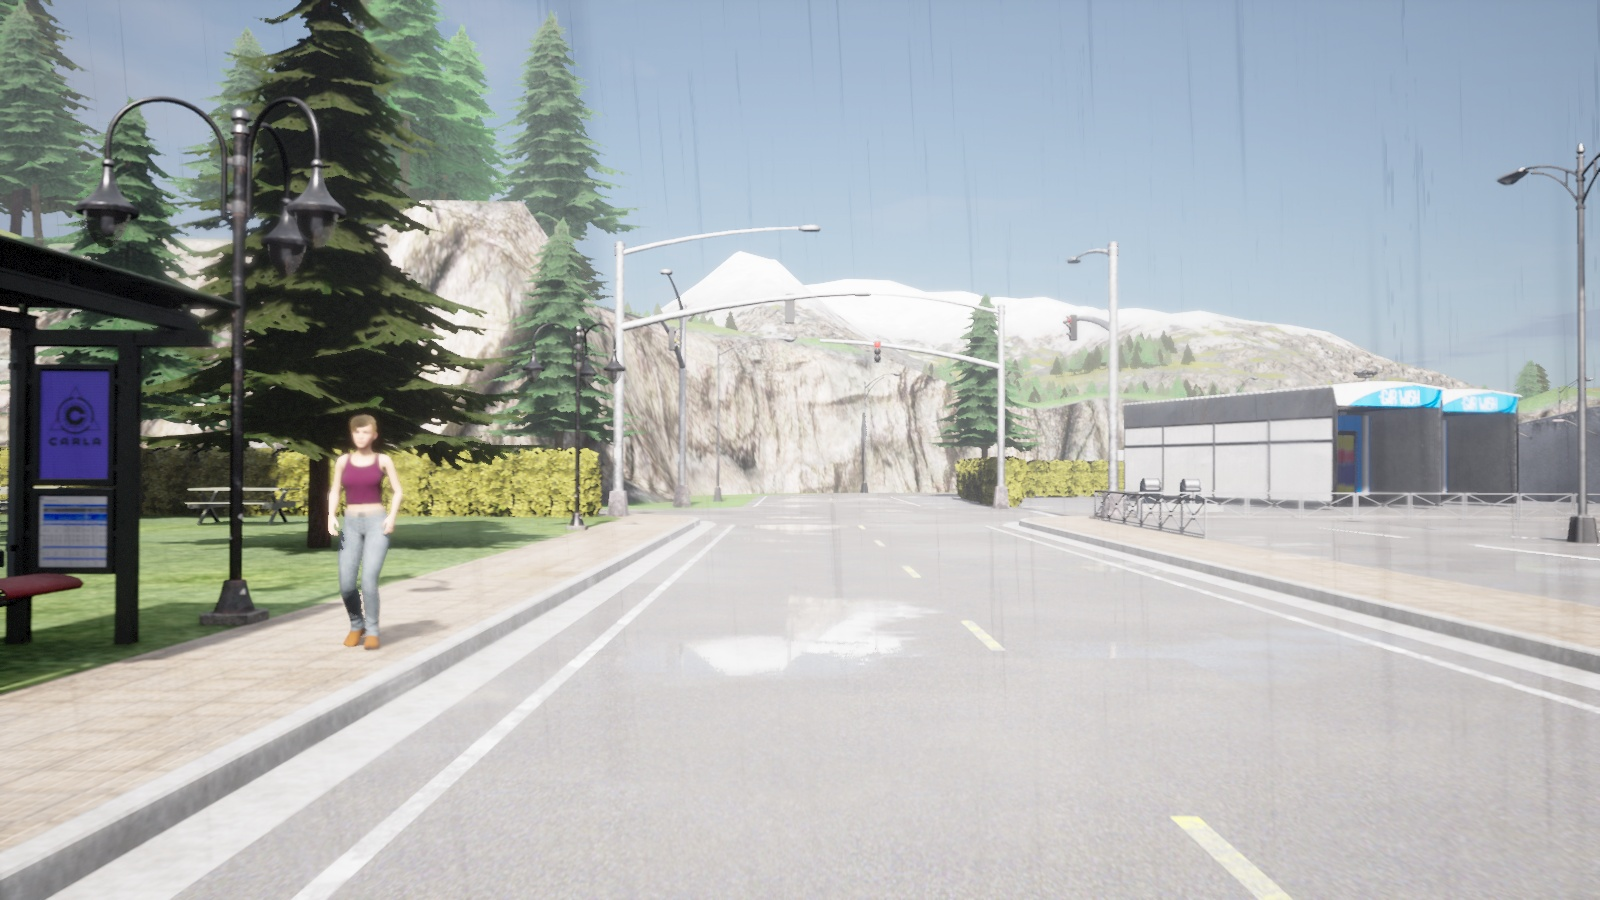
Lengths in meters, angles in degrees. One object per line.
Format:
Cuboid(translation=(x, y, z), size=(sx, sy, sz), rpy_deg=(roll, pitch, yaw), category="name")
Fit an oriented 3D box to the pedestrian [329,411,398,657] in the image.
Cuboid(translation=(-3.357, 0.628, 9.684), size=(0.345, 1.836, 0.594), rpy_deg=(0, -1, -2), category="pedestrian")
